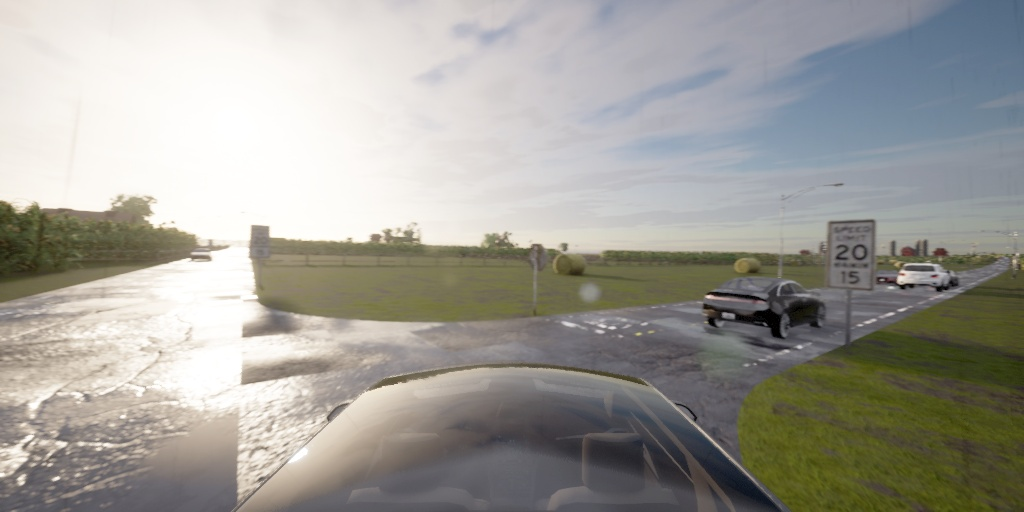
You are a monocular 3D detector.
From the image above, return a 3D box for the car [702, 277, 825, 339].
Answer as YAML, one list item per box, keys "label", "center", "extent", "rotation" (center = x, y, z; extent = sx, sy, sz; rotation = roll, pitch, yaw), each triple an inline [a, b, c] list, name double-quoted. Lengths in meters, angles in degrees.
- label: "car"
  center: [7.595, 1.384, 10.687]
  extent: [4.902, 1.511, 2.128]
  rotation: [1, 0, -35]

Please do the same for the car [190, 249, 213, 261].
- label: "car"
  center: [-36.711, -0.154, 42.530]
  extent: [2.033, 1.411, 5.357]
  rotation: [1, 1, -36]

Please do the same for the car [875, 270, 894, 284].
- label: "car"
  center: [34.761, 2.003, 33.229]
  extent: [4.181, 1.385, 1.994]
  rotation: [1, 0, -35]

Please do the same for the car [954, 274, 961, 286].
- label: "car"
  center: [41.234, 2.092, 34.416]
  extent: [4.892, 1.490, 1.837]
  rotation: [1, 0, -35]

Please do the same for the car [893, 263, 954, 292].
- label: "car"
  center: [32.164, 1.631, 27.971]
  extent: [5.566, 2.045, 2.150]
  rotation: [1, 0, -34]
